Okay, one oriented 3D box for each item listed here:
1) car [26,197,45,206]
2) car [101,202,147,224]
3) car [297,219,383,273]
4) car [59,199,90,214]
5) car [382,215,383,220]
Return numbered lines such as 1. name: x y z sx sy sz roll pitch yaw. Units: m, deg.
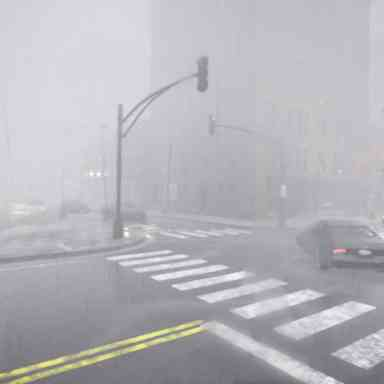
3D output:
1. car: -23.650 1.434 50.227 1.895 1.301 4.718 1 -1 -35
2. car: -5.021 1.447 24.172 1.882 1.535 5.008 1 -1 -36
3. car: 4.851 1.610 11.063 2.033 1.411 5.357 1 0 9
4. car: -12.089 1.466 34.005 2.033 1.411 5.357 1 -1 -36
5. car: 14.394 1.649 21.944 4.902 1.511 2.128 0 0 -36
